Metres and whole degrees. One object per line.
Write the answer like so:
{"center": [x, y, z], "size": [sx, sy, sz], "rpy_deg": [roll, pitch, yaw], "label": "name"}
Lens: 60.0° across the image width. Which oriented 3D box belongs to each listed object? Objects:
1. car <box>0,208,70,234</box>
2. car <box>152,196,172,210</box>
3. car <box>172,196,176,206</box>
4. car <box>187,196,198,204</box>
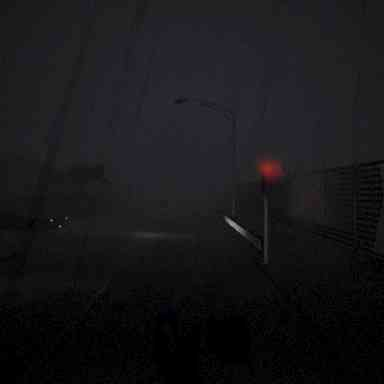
{"center": [-9.498, 1.601, 18.910], "size": [4.718, 1.301, 1.895], "rpy_deg": [0, 0, 10], "label": "car"}
{"center": [-4.029, 1.564, 43.385], "size": [1.994, 1.385, 4.181], "rpy_deg": [0, 0, 0], "label": "car"}
{"center": [-4.006, 1.478, 53.457], "size": [1.882, 1.535, 5.008], "rpy_deg": [0, 0, 0], "label": "car"}
{"center": [0.102, 1.505, 63.183], "size": [1.837, 1.490, 4.892], "rpy_deg": [0, 0, 0], "label": "car"}
